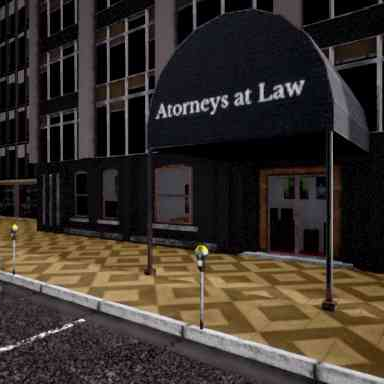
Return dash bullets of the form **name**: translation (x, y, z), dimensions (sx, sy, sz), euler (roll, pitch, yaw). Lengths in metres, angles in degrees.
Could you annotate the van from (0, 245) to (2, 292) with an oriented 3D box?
- **van**: translation (-5.576, 1.341, 6.853), dimensions (3.998, 1.788, 1.690), euler (0, 0, 36)
